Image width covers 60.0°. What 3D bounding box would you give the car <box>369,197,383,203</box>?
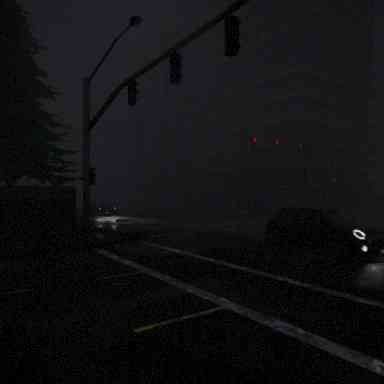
[{"bbox_3d":[30.628,1.536,53.957,1.994,1.385,4.181,0,0,-2],"label":"car"}]

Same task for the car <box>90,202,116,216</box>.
[{"bbox_3d":[-9.287,1.650,33.315,1.895,1.301,4.718,0,0,-35],"label":"car"}]

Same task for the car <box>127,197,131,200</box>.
[{"bbox_3d":[-15.347,1.575,90.974,5.357,1.411,2.033,0,0,-35],"label":"car"}]

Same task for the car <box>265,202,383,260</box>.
[{"bbox_3d":[5.068,1.394,12.918,2.097,1.767,4.553,0,0,-35],"label":"car"}]
